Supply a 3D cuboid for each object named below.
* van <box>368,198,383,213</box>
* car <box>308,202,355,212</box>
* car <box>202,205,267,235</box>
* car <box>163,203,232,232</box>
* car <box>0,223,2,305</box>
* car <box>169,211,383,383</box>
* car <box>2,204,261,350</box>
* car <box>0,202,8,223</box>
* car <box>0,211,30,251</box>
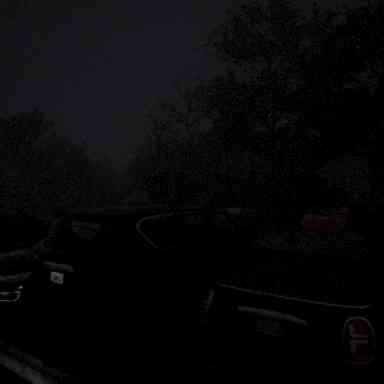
[{"bbox_3d":[9.615,1.250,15.793,1.878,1.987,4.442,-1,0,35],"label":"van"},{"bbox_3d":[7.266,1.375,17.287,2.185,1.767,4.553,-1,0,35],"label":"car"},{"bbox_3d":[2.754,1.598,20.547,2.002,1.452,4.674,-1,0,36],"label":"car"},{"bbox_3d":[0.487,1.590,22.169,2.097,1.535,5.008,-1,-1,36],"label":"car"},{"bbox_3d":[-2.556,1.527,8.272,2.231,1.521,4.892,-1,0,35],"label":"car"},{"bbox_3d":[1.985,1.349,4.988,2.185,1.767,4.553,-1,0,35],"label":"car"},{"bbox_3d":[-0.261,1.249,6.663,2.435,2.045,5.566,-1,0,35],"label":"car"},{"bbox_3d":[-7.107,1.339,11.548,2.435,2.045,5.566,-1,0,36],"label":"car"},{"bbox_3d":[-9.403,1.629,13.146,2.231,1.521,4.892,-1,-1,36],"label":"car"}]
